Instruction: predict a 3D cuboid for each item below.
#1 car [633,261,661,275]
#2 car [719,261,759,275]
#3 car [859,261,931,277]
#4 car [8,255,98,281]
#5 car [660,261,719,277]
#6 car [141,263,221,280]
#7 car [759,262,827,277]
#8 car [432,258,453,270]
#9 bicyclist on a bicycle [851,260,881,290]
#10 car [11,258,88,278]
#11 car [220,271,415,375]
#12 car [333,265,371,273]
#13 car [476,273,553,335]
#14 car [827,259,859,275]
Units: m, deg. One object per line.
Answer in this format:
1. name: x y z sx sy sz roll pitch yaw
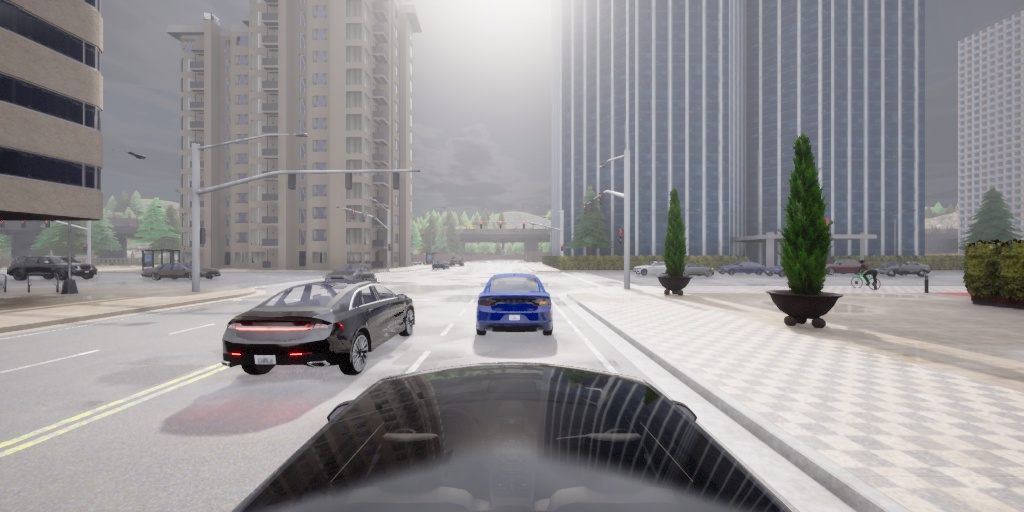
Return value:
1. car: 15.190 1.276 37.863 4.674 1.442 1.812 0 0 -1
2. car: 24.273 1.276 37.956 4.674 1.442 1.812 0 0 0
3. car: 37.234 1.241 34.577 4.902 1.511 2.128 0 0 0
4. car: -38.488 0.971 30.110 5.566 2.045 2.150 0 0 0
5. car: 16.993 1.314 34.382 4.181 1.385 1.994 0 0 -1
6. car: -27.823 1.297 30.204 5.357 1.411 2.033 0 0 -1
7. car: 26.912 1.276 34.479 4.674 1.442 1.812 0 0 0
8. car: -10.622 1.351 53.614 1.895 1.301 4.718 0 0 0
9. bicyclist on a bicycle: 19.632 1.051 19.926 0.582 1.620 1.656 0 0 -1
10. car: -43.385 1.102 33.732 4.553 1.767 2.097 0 0 -1
11. car: -3.446 1.242 7.455 2.128 1.511 4.902 0 0 0
12. car: -10.612 1.314 23.707 1.994 1.385 4.181 0 0 0
13. car: 0.071 1.228 10.493 1.882 1.535 5.008 0 0 0
14. car: 34.358 1.102 38.054 4.553 1.767 2.097 0 0 0
